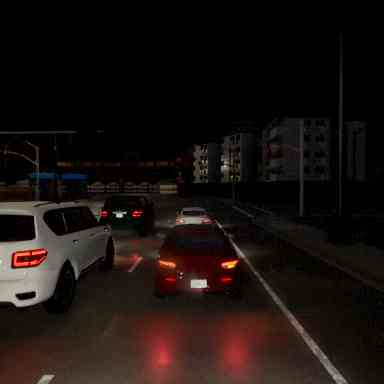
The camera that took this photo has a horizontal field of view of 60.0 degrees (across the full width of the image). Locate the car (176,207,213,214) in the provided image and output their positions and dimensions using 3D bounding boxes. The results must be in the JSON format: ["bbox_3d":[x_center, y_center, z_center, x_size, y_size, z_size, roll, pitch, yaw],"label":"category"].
[{"bbox_3d":[0.108,1.490,17.503,1.812,1.442,4.674,0,0,1],"label":"car"}]

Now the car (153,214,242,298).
[{"bbox_3d":[0.117,1.521,8.416,1.812,1.442,4.674,0,0,0],"label":"car"}]

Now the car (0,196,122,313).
[{"bbox_3d":[-3.386,1.218,7.772,2.150,2.045,5.566,0,0,0],"label":"car"}]

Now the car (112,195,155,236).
[{"bbox_3d":[-3.359,1.179,18.131,2.150,2.045,5.566,0,0,0],"label":"car"}]
